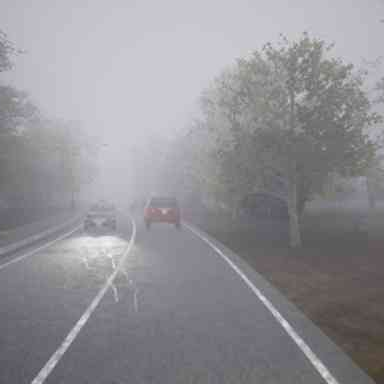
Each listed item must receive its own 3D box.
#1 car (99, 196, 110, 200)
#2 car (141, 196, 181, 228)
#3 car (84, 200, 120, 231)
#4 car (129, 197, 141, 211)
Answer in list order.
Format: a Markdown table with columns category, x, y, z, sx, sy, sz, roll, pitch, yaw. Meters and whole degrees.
| category | x | y | z | sx | sy | sz | roll | pitch | yaw |
| --- | --- | --- | --- | --- | --- | --- | --- | --- | --- |
| car | -16.297 | 1.454 | 61.762 | 1.882 | 1.535 | 5.008 | 1 | 0 | -16 |
| car | -2.117 | 1.280 | 22.574 | 2.150 | 2.045 | 5.566 | 1 | 0 | -10 |
| car | -5.574 | 1.503 | 20.888 | 2.128 | 1.511 | 4.902 | 1 | 0 | -10 |
| car | -6.630 | 1.422 | 41.270 | 2.097 | 1.767 | 4.553 | 1 | 0 | -16 |
